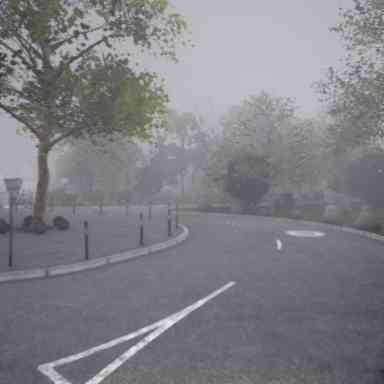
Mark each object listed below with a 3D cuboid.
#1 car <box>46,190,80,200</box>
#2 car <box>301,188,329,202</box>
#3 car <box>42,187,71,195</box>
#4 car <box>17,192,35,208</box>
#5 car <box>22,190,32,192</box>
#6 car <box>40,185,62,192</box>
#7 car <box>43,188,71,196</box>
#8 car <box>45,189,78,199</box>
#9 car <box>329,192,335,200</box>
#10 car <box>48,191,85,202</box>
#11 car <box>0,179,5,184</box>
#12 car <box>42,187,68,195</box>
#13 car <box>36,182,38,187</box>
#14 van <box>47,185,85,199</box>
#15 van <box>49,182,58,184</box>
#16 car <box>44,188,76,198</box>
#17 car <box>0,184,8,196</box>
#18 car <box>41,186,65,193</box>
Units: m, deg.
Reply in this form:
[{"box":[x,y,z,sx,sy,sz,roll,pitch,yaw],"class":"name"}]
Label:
[{"box":[-20.231,0.436,52.131,4.792,1.488,2.163,1,2,-26],"class":"car"},{"box":[18.583,0.496,51.211,2.150,2.045,5.566,0,2,42],"class":"car"},{"box":[-26.338,-0.158,64.577,5.008,1.535,2.097,1,2,-26],"class":"car"},{"box":[-18.688,0.998,36.947,1.895,1.301,4.718,1,1,-34],"class":"car"},{"box":[-24.088,0.463,48.438,1.812,1.442,4.674,1,2,-26],"class":"car"},{"box":[-34.818,-0.910,82.042,4.792,1.488,2.163,1,2,-26],"class":"car"},{"box":[-25.121,-0.005,62.087,4.674,1.452,2.002,1,2,-26],"class":"car"},{"box":[-21.477,0.294,54.606,4.892,1.521,2.231,1,2,-26],"class":"car"},{"box":[24.545,0.571,57.202,1.882,1.535,5.008,1,2,10],"class":"car"},{"box":[-17.799,0.663,47.145,4.792,1.488,2.163,1,2,-26],"class":"car"},{"box":[-47.449,-1.409,77.981,5.566,2.045,2.435,1,2,-26],"class":"car"},{"box":[-27.554,-0.230,67.073,4.674,1.452,2.002,1,2,-26],"class":"car"},{"box":[-37.269,-1.163,87.016,5.008,1.535,2.097,1,2,-26],"class":"car"},{"box":[-16.709,0.520,44.582,4.442,1.987,1.878,1,2,-26],"class":"van"},{"box":[-28.654,-0.606,69.609,4.442,1.987,1.878,1,2,-26],"class":"van"},{"box":[-22.681,0.180,57.103,5.008,1.535,2.097,1,2,-26],"class":"car"},{"box":[-32.804,-0.156,58.823,1.882,1.535,5.008,1,2,-26],"class":"car"},{"box":[-31.223,-0.576,74.538,4.792,1.488,2.163,1,2,-26],"class":"car"}]
